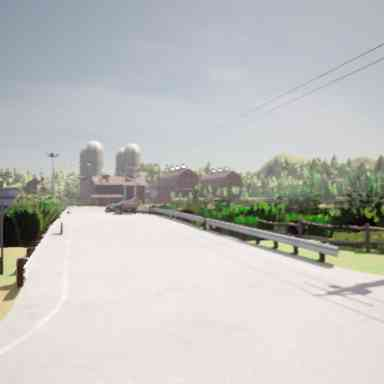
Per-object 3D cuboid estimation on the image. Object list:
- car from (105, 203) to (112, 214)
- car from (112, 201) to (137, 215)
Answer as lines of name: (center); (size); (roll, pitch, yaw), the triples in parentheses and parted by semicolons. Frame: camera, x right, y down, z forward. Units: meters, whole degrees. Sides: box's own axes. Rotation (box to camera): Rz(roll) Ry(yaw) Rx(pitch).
car: (-10.810, 2.302, 46.123); (1.812, 1.442, 4.674); (0, -4, -22)
car: (-7.262, 1.725, 36.574); (1.837, 1.490, 4.892); (0, -2, -20)
